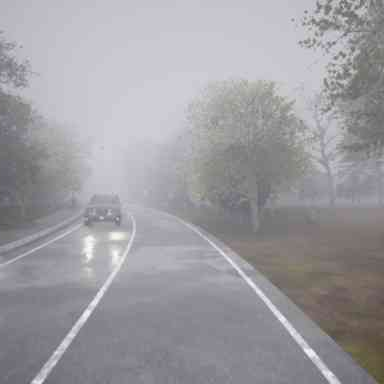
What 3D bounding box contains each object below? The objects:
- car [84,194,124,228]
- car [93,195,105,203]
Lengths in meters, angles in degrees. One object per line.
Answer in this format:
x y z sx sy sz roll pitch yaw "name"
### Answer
-5.758 1.141 22.152 2.150 2.045 5.566 1 0 -10 "car"
-17.176 1.256 61.424 1.994 1.385 4.181 1 0 -18 "car"
